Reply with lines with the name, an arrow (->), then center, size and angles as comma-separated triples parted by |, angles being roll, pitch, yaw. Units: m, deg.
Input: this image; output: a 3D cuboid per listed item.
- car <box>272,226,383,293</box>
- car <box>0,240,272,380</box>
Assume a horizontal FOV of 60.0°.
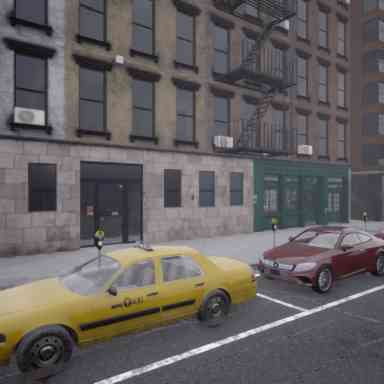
car -> 3.588, 1.583, 8.768 | 4.206, 1.307, 1.802 | 0, 0, -36
car -> -1.036, 1.525, 5.455 | 4.829, 1.417, 1.752 | 0, 0, -36
